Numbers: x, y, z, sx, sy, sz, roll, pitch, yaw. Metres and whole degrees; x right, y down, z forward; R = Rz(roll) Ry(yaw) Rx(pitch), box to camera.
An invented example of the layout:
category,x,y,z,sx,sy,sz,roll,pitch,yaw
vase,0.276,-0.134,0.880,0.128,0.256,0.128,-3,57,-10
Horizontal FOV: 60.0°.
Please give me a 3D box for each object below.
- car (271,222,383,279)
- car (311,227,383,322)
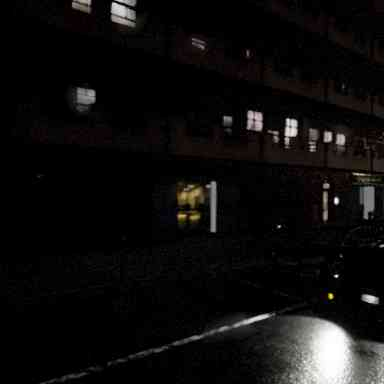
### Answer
category,x,y,z,sx,sy,sz,roll,pitch,yaw
car,4.116,1.569,9.486,4.403,1.369,2.008,0,0,-35
car,4.541,1.579,6.605,4.181,1.385,1.994,0,0,-36
